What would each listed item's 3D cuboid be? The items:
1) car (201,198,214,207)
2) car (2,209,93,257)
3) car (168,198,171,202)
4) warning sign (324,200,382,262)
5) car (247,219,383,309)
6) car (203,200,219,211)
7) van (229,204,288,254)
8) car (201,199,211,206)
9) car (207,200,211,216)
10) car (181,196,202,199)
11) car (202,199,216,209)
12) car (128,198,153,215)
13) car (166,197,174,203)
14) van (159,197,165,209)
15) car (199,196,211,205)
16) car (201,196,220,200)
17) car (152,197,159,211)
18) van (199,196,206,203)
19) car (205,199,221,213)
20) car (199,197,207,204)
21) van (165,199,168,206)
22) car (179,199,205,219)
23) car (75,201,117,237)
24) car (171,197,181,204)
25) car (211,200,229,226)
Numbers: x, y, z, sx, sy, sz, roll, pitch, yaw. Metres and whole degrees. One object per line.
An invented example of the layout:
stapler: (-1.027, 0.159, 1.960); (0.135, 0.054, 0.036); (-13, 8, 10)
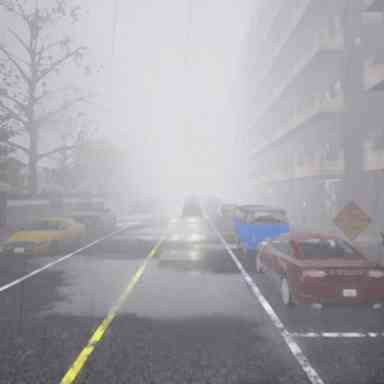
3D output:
car: (2.675, 1.844, 58.573); (1.967, 1.590, 4.097); (0, 0, 0)
car: (-5.692, 1.609, 13.362); (1.752, 1.417, 4.829); (0, 0, 0)
car: (-5.707, 1.999, 64.200); (2.008, 1.369, 4.403); (0, 0, 0)
warning sign: (5.061, 1.182, 10.550); (1.300, 1.860, 1.060); (0, -1, 0)
car: (2.690, 1.595, 7.903); (1.887, 1.381, 4.507); (0, 0, 0)
car: (2.678, 1.869, 47.314); (2.008, 1.369, 4.403); (0, 0, 0)
van: (2.689, 1.427, 13.535); (1.690, 1.788, 3.998); (0, 0, 0)
car: (2.673, 2.031, 64.203); (1.802, 1.307, 4.206); (0, 0, 0)
car: (2.683, 1.750, 30.423); (2.008, 1.369, 4.403); (0, 0, 0)
car: (0.026, 1.527, 45.277); (2.150, 2.045, 5.566); (0, 0, 1)
car: (2.676, 1.906, 52.943); (1.887, 1.381, 4.507); (0, 0, 0)
car: (-5.699, 1.678, 36.052); (1.967, 1.590, 4.097); (0, 0, 0)
car: (-5.713, 2.160, 86.551); (1.752, 1.417, 4.829); (0, 0, 0)
van: (-5.704, 1.702, 52.942); (1.690, 1.788, 3.998); (0, 0, 0)
car: (2.672, 1.810, 69.834); (2.192, 1.841, 5.009); (0, 0, 0)
car: (2.681, 1.593, 41.685); (2.192, 1.841, 5.009); (0, 0, 0)
car: (-5.700, 1.718, 41.681); (1.967, 1.590, 4.097); (0, 0, 0)
van: (2.667, 1.977, 86.725); (1.690, 1.788, 3.998); (0, 0, 0)
car: (2.682, 1.783, 36.053); (1.887, 1.381, 4.507); (0, 0, 0)
car: (2.668, 2.029, 81.093); (1.967, 1.590, 4.097); (0, 0, 0)
van: (-5.705, 1.745, 58.571); (1.690, 1.788, 3.998); (0, 0, 0)
car: (-0.004, 1.686, 31.782); (1.882, 1.535, 5.008); (0, 0, 0)
car: (-5.694, 1.437, 19.163); (2.192, 1.841, 5.009); (0, 0, 0)
car: (-3.022, 1.960, 75.146); (1.882, 1.535, 5.008); (0, 0, 0)
car: (2.685, 1.600, 24.794); (1.967, 1.590, 4.097); (0, 0, 0)
